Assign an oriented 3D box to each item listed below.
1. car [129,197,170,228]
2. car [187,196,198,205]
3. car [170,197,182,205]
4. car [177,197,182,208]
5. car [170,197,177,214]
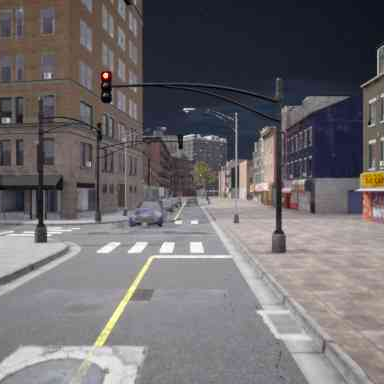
[{"bbox_3d":[-2.871,1.354,22.324,2.097,1.767,4.553,0,0,0],"label":"car"},{"bbox_3d":[0.051,1.508,59.333,2.128,1.511,4.902,0,0,0],"label":"car"},{"bbox_3d":[-2.868,1.581,59.547,1.994,1.385,4.181,0,0,0],"label":"car"},{"bbox_3d":[-2.885,1.517,48.081,1.837,1.490,4.892,0,-1,0],"label":"car"},{"bbox_3d":[-2.876,1.510,35.506,1.837,1.490,4.892,0,0,0],"label":"car"}]
